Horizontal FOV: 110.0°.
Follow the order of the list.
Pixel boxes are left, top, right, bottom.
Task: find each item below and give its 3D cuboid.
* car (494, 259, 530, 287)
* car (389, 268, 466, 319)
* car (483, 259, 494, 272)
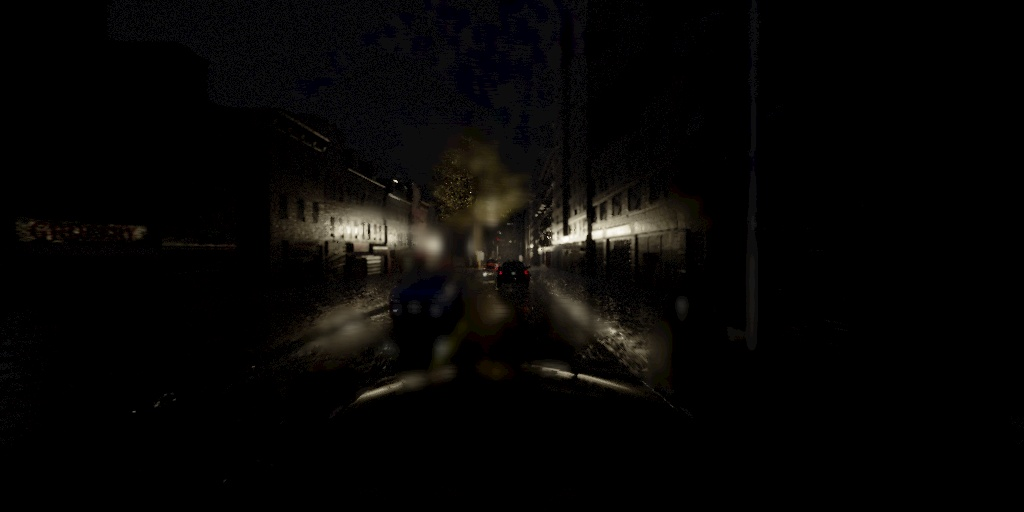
[{"bbox_3d":[0.092,1.101,24.408,2.097,1.767,4.553,0,0,0],"label":"car"},{"bbox_3d":[-2.833,1.222,12.923,1.882,1.535,5.008,0,0,0],"label":"car"},{"bbox_3d":[-2.841,1.256,49.394,2.097,1.767,4.553,0,-1,0],"label":"car"}]
